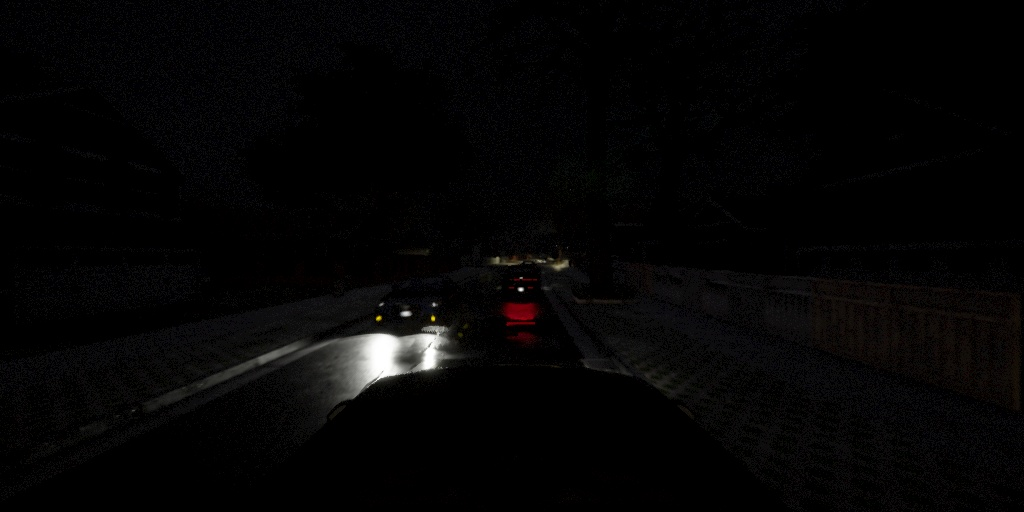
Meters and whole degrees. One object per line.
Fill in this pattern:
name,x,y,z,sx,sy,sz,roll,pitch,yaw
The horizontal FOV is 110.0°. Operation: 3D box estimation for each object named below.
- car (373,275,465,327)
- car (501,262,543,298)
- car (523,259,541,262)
car,-2.685,1.290,11.215,1.994,1.385,4.181,0,0,1
car,0.487,1.210,18.136,1.837,1.490,4.892,0,0,2
car,1.658,1.190,36.381,1.994,1.385,4.181,0,0,5
